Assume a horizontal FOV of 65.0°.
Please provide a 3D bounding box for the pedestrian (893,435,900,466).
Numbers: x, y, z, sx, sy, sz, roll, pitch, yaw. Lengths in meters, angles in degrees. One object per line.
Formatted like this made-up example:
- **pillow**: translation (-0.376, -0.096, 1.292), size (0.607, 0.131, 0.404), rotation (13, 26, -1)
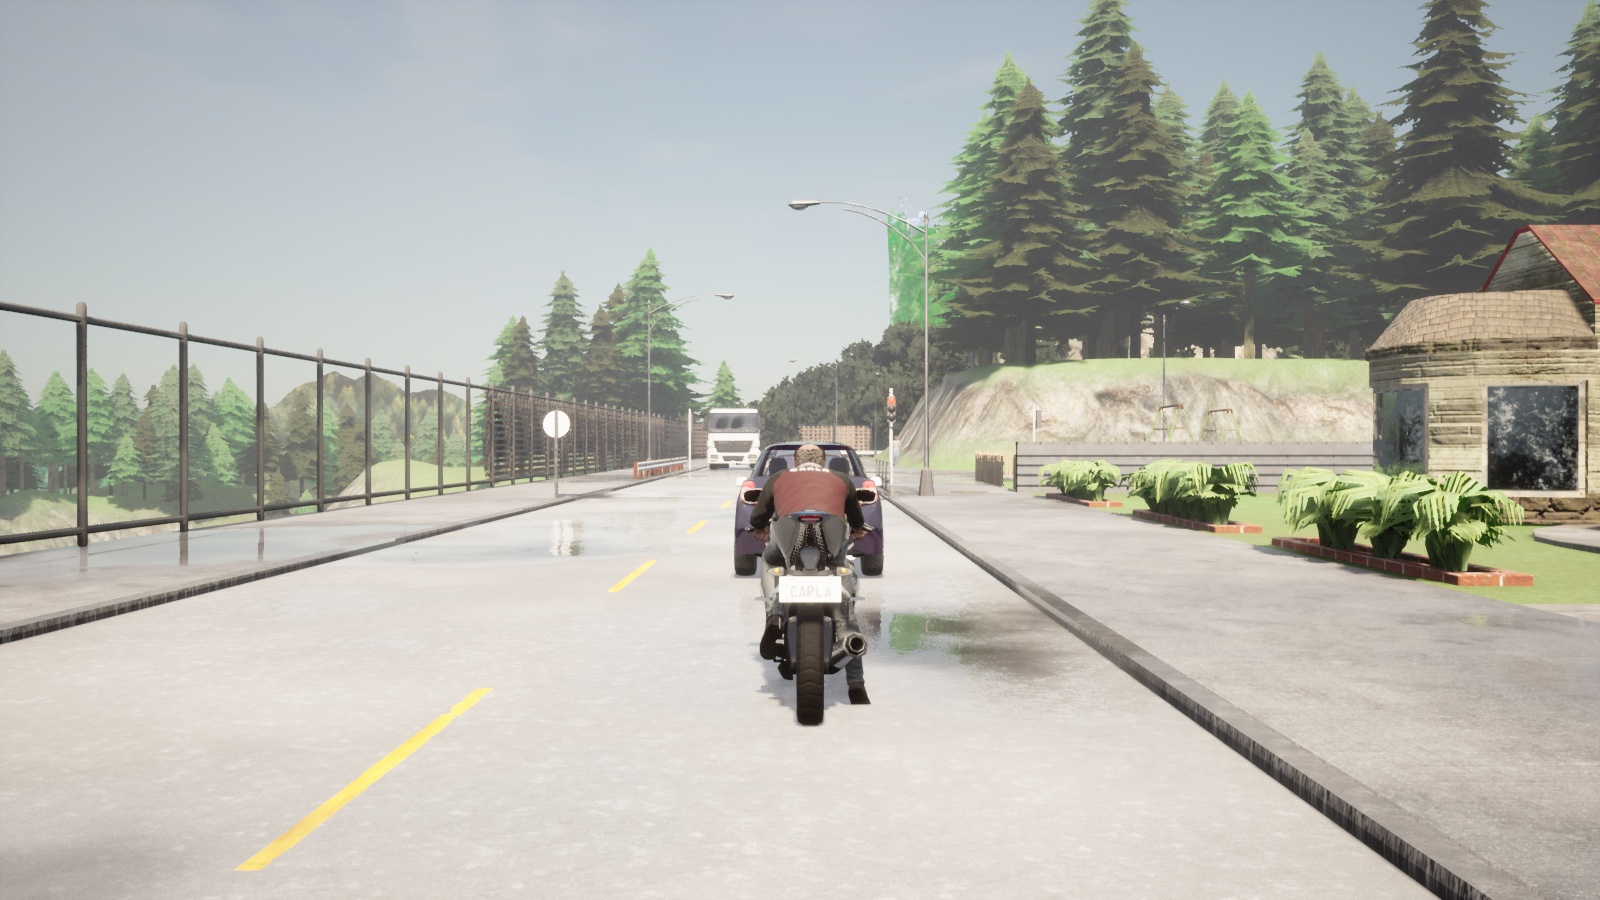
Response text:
- **pedestrian**: translation (5.734, 0.039, 74.669), size (0.354, 1.836, 0.706), rotation (0, 0, 0)

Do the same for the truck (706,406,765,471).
- **truck**: translation (-3.559, -0.641, 71.262), size (2.891, 3.462, 7.936), rotation (0, 0, 0)

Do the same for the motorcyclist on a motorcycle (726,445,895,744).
- **motorcyclist on a motorcycle**: translation (0.058, 0.739, 7.540), size (0.866, 1.530, 2.191), rotation (0, 0, 0)

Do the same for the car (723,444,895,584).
- **car**: translation (0.104, 0.674, 15.286), size (1.845, 1.501, 3.633), rotation (0, 0, 0)
